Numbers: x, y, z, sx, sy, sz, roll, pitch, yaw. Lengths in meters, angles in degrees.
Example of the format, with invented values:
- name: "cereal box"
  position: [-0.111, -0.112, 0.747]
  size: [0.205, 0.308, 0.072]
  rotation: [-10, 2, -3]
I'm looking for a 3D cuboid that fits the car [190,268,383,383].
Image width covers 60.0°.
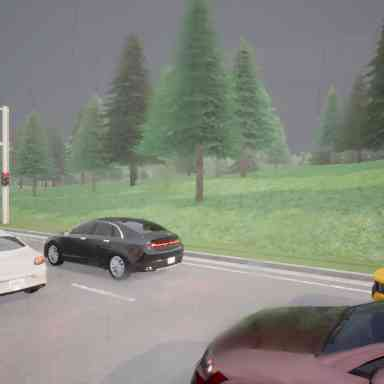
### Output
- name: "car"
  position: [2.027, 1.564, 2.546]
  size: [4.181, 1.385, 1.994]
  rotation: [0, 0, 35]

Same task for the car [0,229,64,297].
- name: "car"
  position: [-5.125, 1.526, 7.548]
  size: [4.674, 1.442, 1.812]
  rotation: [0, 0, 36]

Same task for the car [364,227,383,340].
- name: "car"
  position: [5.279, 1.478, 4.523]
  size: [5.008, 1.535, 1.882]
  rotation: [0, 0, 36]

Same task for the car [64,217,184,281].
- name: "car"
  position: [-2.492, 1.505, 9.958]
  size: [4.892, 1.490, 1.837]
  rotation: [0, 0, 36]
